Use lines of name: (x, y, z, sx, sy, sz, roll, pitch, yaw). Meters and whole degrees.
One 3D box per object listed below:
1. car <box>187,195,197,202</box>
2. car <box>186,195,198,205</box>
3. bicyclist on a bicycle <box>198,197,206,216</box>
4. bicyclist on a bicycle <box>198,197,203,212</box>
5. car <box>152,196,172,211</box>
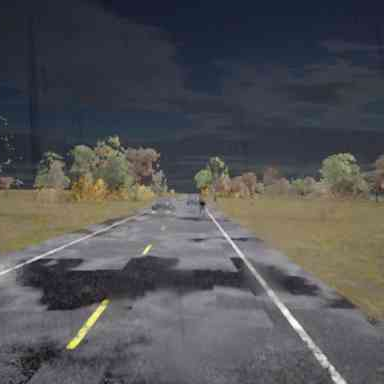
car: (0.019, 1.496, 75.980, 2.033, 1.411, 5.357, 0, 0, 0)
car: (0.029, 1.515, 57.571, 2.033, 1.411, 5.357, 0, 0, 1)
bicyclist on a bicycle: (0.969, 1.355, 29.259, 0.659, 1.776, 1.843, 0, 0, 0)
bicyclist on a bicycle: (0.972, 1.432, 38.689, 0.582, 1.620, 1.656, 0, 0, 0)
car: (-3.579, 1.330, 39.931, 2.097, 1.767, 4.553, 0, 0, 0)
